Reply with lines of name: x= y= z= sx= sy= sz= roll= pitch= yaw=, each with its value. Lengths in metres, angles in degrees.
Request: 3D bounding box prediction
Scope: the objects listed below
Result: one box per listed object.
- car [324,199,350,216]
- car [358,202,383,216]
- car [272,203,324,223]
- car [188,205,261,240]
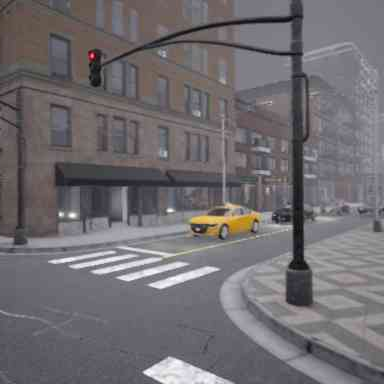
car: x=14.246 y=1.484 z=33.068 sx=2.128 sy=1.511 sz=4.902 roll=0 pitch=0 yaw=39
car: x=17.442 y=1.574 z=31.967 sx=1.895 sy=1.301 sz=4.718 roll=0 pitch=0 yaw=38
car: x=7.954 y=1.541 z=25.165 sx=2.033 sy=1.411 sz=5.357 roll=0 pitch=0 yaw=38
car: x=1.824 y=1.471 z=17.453 sx=1.882 sy=1.535 sz=5.008 roll=0 pitch=0 yaw=39
